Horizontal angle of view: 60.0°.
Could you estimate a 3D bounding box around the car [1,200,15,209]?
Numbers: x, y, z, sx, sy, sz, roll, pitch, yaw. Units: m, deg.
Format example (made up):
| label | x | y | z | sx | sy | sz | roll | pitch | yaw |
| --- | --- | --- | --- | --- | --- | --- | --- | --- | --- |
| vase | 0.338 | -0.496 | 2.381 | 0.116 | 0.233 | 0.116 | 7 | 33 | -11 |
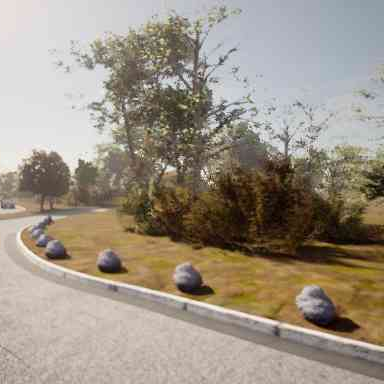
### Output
| label | x | y | z | sx | sy | sz | roll | pitch | yaw |
| --- | --- | --- | --- | --- | --- | --- | --- | --- | --- |
| car | -31.379 | 2.106 | 56.707 | 2.128 | 1.511 | 4.902 | 0 | 0 | -33 |
